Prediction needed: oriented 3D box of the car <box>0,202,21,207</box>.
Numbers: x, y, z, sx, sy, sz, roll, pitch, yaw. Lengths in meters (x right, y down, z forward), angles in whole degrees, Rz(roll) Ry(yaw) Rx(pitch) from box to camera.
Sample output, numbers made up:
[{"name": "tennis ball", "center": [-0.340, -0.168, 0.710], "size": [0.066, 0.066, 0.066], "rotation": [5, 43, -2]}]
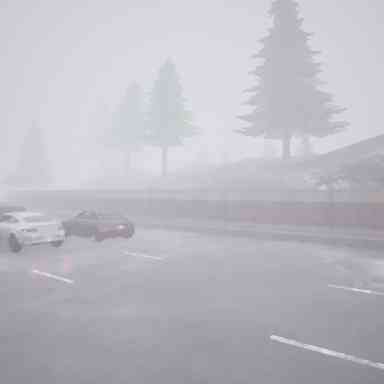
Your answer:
[{"name": "car", "center": [-14.474, 1.484, 25.741], "size": [1.882, 1.535, 5.008], "rotation": [0, 0, -44]}]

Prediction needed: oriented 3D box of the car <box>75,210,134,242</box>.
[{"name": "car", "center": [-4.769, 1.572, 16.516], "size": [4.181, 1.385, 1.994], "rotation": [0, 0, 41]}]

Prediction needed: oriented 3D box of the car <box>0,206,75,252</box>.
[{"name": "car", "center": [-7.049, 1.532, 13.860], "size": [4.674, 1.442, 1.812], "rotation": [0, 0, 41]}]
